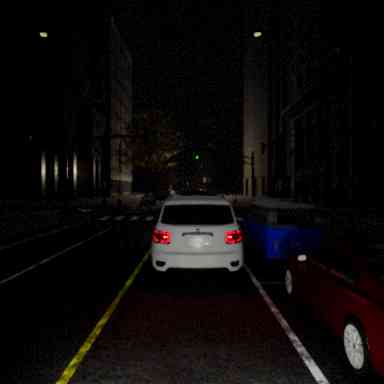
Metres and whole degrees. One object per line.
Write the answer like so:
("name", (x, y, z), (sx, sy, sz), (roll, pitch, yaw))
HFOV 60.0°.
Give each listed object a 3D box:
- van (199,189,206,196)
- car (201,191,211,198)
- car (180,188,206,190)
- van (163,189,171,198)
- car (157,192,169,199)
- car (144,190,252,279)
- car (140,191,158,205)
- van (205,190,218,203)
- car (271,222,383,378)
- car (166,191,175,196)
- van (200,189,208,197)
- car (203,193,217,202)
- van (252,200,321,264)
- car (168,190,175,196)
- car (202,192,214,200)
("van", (2.941, 0.080, 92.099), (1.690, 1.788, 3.998), (0, 1, 0))
("car", (2.900, 0.573, 70.450), (2.008, 1.369, 4.403), (0, 1, 0))
("car", (0.163, 0.869, 25.144), (2.150, 2.045, 5.566), (1, 1, 0))
("van", (-5.616, 0.301, 75.148), (1.690, 1.788, 3.998), (0, 1, 0))
("car", (-5.637, 0.651, 64.574), (2.008, 1.369, 4.403), (0, 1, 0))
("car", (0.122, 1.082, 9.724), (2.150, 2.045, 5.566), (0, 1, 0))
("car", (-5.683, 0.914, 43.248), (1.752, 1.417, 4.829), (0, 1, 0))
("van", (2.859, 0.654, 48.797), (1.690, 1.788, 3.998), (0, 1, 0))
("car", (2.789, 1.466, 5.294), (1.887, 1.381, 4.507), (0, 1, 0))
("car", (-5.596, 0.387, 85.728), (1.947, 1.339, 4.313), (0, 1, 0))
("van", (2.921, 0.221, 81.273), (1.690, 1.788, 3.998), (0, 1, 0))
("car", (2.869, 0.805, 54.212), (1.947, 1.339, 4.313), (0, 1, 0))
("van", (2.801, 1.183, 10.816), (1.690, 1.788, 3.998), (0, 1, 0))
("car", (-5.587, 0.281, 90.847), (1.752, 1.417, 4.829), (0, 1, 0))
("car", (2.879, 0.711, 59.624), (1.887, 1.381, 4.507), (0, 1, 0))
